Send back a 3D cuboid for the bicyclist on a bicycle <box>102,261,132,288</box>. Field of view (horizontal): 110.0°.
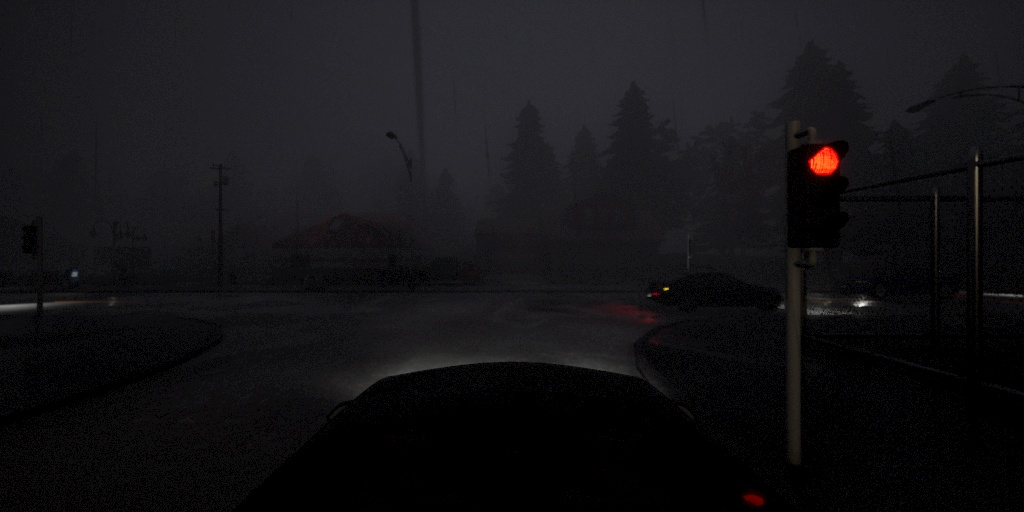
[{"bbox_3d":[-23.970,1.096,21.802,0.582,1.620,1.656,0,0,0],"label":"bicyclist on a bicycle"}]

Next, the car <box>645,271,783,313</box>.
[{"bbox_3d":[7.432,1.274,13.414,4.674,1.442,1.812,0,0,0],"label":"car"}]

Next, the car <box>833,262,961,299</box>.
[{"bbox_3d":[18.734,1.226,17.600,5.008,1.535,1.882,0,0,0],"label":"car"}]
